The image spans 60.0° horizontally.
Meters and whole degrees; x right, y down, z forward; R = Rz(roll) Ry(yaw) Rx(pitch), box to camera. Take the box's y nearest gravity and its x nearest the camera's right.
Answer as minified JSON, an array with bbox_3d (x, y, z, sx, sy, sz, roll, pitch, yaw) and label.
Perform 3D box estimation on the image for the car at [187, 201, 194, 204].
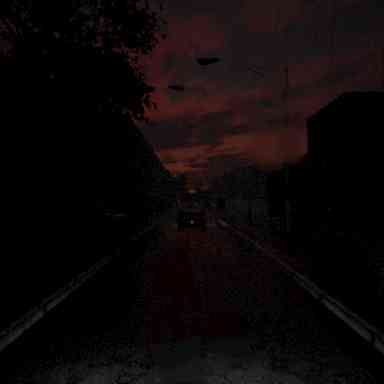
[{"bbox_3d":[-0.415,3.464,89.735,1.895,1.301,4.718,0,-1,0],"label":"car"}]

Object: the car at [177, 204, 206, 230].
[{"bbox_3d":[-0.031,1.828,23.608,1.882,1.535,5.008,0,-1,-1],"label":"car"}]

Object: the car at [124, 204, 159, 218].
[{"bbox_3d":[-5.932,2.194,38.738,4.892,1.490,1.837,0,-4,43],"label":"car"}]
